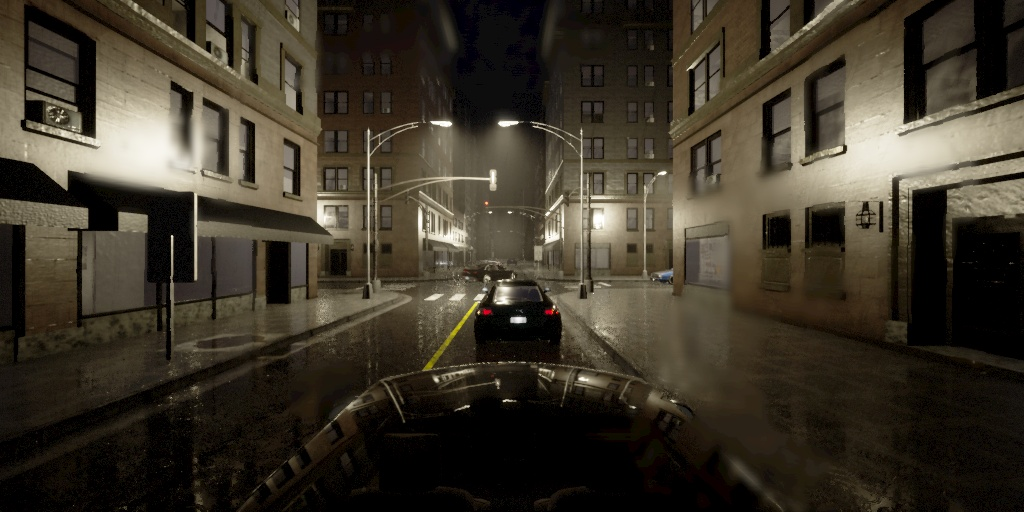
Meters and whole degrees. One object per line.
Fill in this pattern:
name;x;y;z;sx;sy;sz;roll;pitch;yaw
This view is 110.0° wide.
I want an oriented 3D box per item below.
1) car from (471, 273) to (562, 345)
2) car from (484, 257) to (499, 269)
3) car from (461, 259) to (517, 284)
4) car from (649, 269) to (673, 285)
car;0.113;1.314;9.536;1.994;1.385;4.181;0;0;-1
car;-3.091;1.093;55.888;2.097;1.767;4.553;0;0;-1
car;-1.571;1.254;26.505;1.837;1.490;4.892;3;2;39
car;12.613;1.261;25.197;5.357;1.411;2.033;0;0;0
